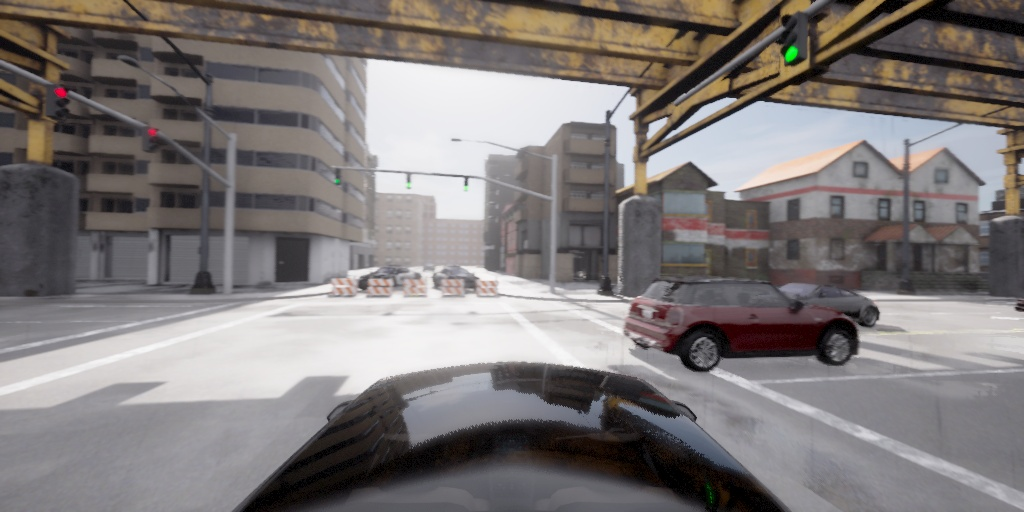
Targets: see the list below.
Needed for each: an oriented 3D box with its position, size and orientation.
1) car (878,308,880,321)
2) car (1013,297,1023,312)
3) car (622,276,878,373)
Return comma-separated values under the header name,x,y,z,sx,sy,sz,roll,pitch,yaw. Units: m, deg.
name,x,y,z,sx,sy,sz,roll,pitch,yaw
car,10.241,1.645,12.478,4.181,1.385,1.994,1,-1,-10
car,24.083,1.911,14.881,5.357,1.411,2.033,1,-1,-10
car,4.866,1.249,7.791,4.553,1.767,2.097,1,-1,-11
